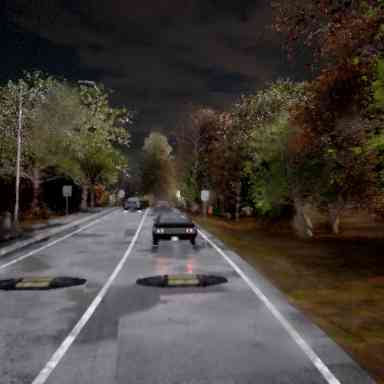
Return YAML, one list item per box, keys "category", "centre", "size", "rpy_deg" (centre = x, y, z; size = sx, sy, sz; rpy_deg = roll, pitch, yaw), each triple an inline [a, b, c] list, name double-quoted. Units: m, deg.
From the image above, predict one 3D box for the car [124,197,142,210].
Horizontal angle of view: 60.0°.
- category: "car"
  centre: [-7.507, 1.398, 42.616]
  size: [2.097, 1.767, 4.553]
  rpy_deg: [0, 0, -6]

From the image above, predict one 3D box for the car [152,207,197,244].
- category: "car"
  centre: [-0.915, 1.632, 15.920]
  size: [1.895, 1.301, 4.718]
  rpy_deg: [0, 0, -6]

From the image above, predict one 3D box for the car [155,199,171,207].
- category: "car"
  centre: [-3.557, 1.605, 40.444]
  size: [2.033, 1.411, 5.357]
  rpy_deg: [0, 0, -6]
